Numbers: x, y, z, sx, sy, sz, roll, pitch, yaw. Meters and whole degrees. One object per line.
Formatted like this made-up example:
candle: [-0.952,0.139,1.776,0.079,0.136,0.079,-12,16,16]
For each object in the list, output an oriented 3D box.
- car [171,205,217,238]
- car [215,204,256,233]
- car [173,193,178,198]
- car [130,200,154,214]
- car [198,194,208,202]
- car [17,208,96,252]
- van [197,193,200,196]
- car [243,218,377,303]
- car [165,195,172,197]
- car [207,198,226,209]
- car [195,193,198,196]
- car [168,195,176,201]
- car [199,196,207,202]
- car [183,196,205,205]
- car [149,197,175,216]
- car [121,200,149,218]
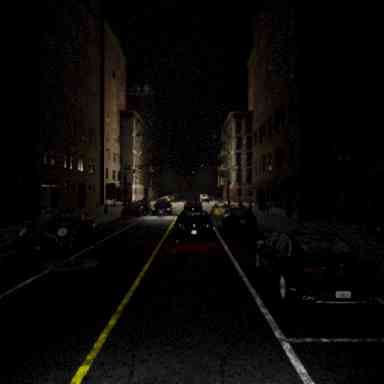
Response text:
car: [0.098,1.610,17.891,1.895,1.301,4.718,0,0,0]
car: [2.638,1.576,19.340,1.947,1.339,4.313,0,0,0]
car: [-5.409,1.469,84.884,1.967,1.590,4.097,0,0,0]
car: [-5.387,1.568,36.383,2.008,1.369,4.403,0,0,0]
car: [2.640,1.576,68.666,2.008,1.369,4.403,0,0,0]
car: [-5.387,1.447,13.656,1.967,1.590,4.097,0,0,0]
van: [2.642,1.367,74.072,1.690,1.788,3.998,0,0,0]
car: [2.637,1.555,7.977,2.008,1.369,4.403,0,0,0]
car: [-5.389,1.574,63.259,2.008,1.369,4.403,0,0,0]
car: [2.638,1.540,30.872,1.752,1.417,4.829,0,0,0]
car: [2.646,1.346,90.291,2.192,1.841,5.009,0,0,0]
car: [-5.414,1.556,90.119,1.752,1.417,4.829,0,0,0]
car: [2.643,1.610,79.478,1.802,1.307,4.206,0,0,0]
car: [0.100,1.494,34.816,1.882,1.535,5.008,0,0,0]
car: [-2.827,1.541,32.625,1.812,1.442,4.674,0,0,0]
car: [-5.387,1.597,30.701,1.802,1.307,4.206,0,0,0]
